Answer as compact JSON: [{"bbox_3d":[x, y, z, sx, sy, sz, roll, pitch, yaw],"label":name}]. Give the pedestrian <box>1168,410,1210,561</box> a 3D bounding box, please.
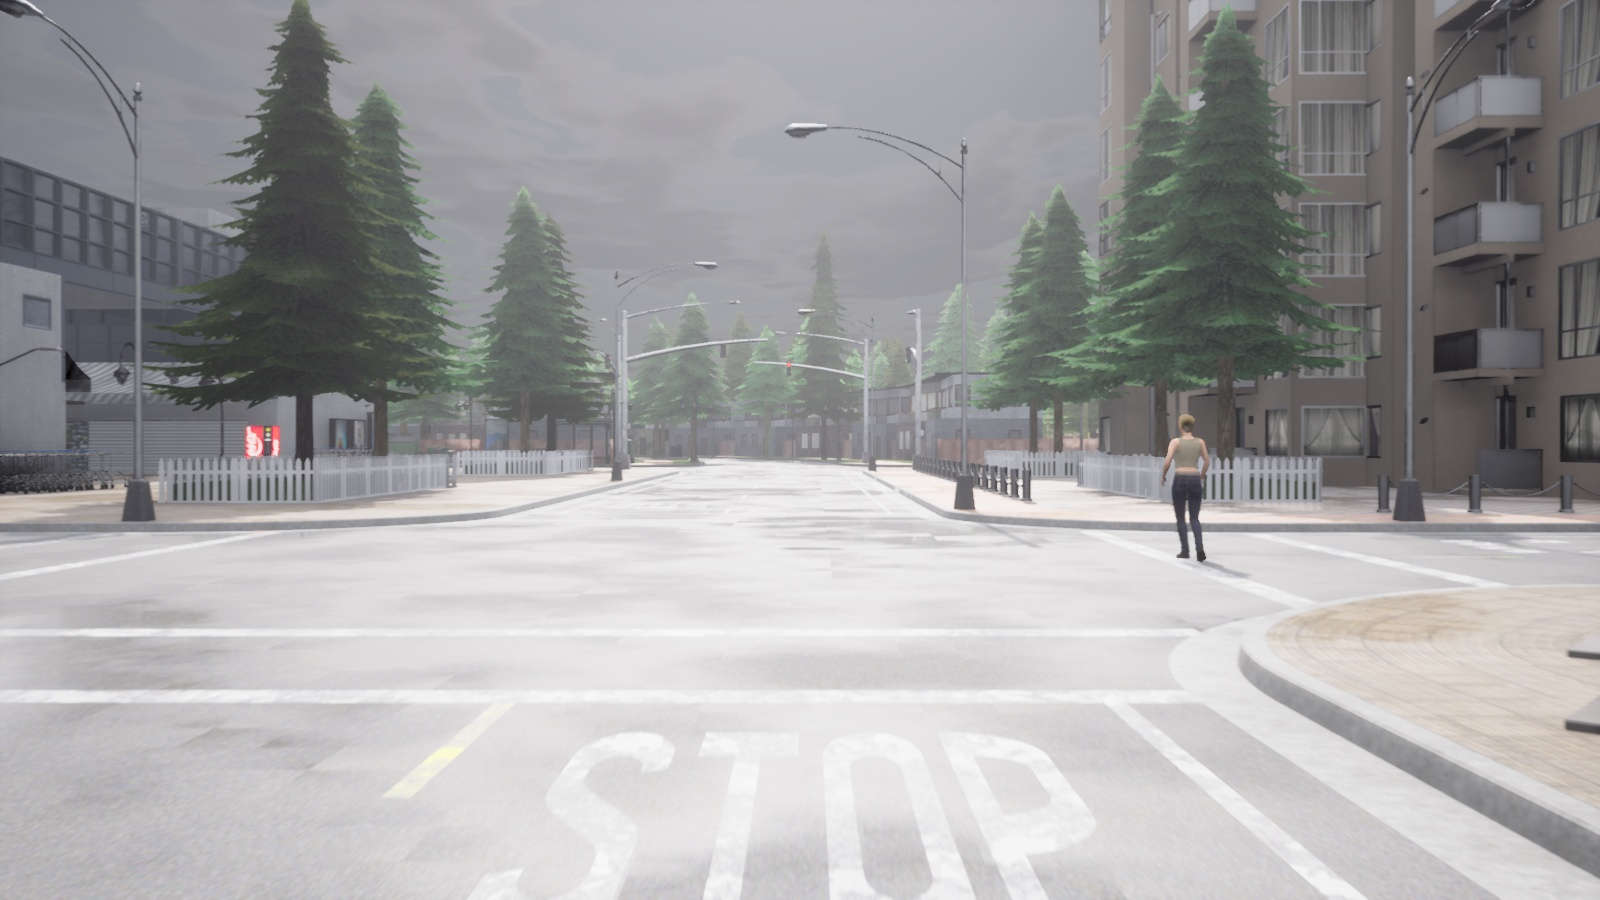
[{"bbox_3d":[4.800,0.429,15.512,0.345,1.836,0.594,0,0,2],"label":"pedestrian"}]
